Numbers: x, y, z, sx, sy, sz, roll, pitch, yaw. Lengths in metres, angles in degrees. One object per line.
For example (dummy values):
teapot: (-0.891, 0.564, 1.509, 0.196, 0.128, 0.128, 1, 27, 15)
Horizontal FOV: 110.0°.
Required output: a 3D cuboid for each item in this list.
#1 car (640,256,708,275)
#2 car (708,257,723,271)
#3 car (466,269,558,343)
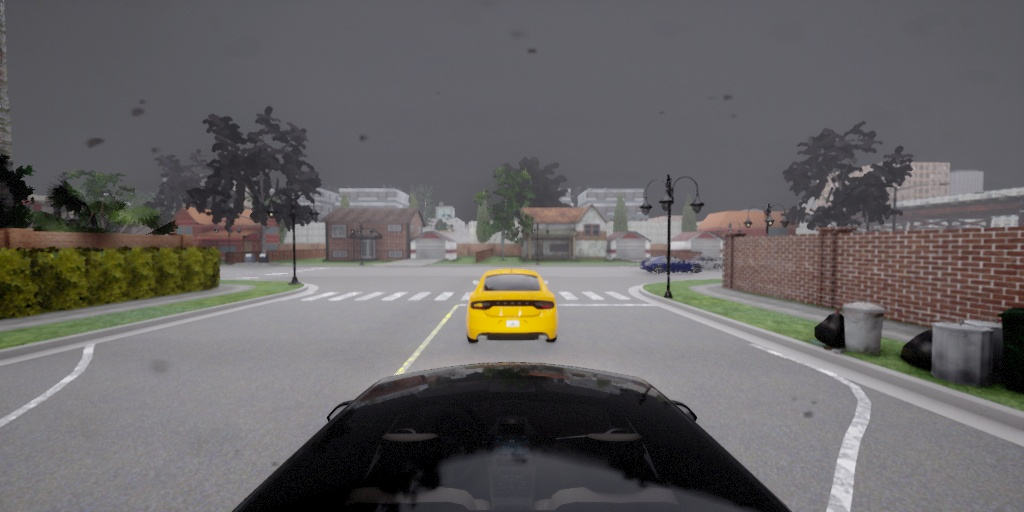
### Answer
car: (12.610, 0.688, 28.534, 4.674, 1.442, 1.812, 0, 2, -1)
car: (16.475, 0.653, 32.196, 4.718, 1.301, 1.895, 0, 2, -1)
car: (-0.027, 1.052, 9.153, 1.882, 1.535, 5.008, 0, 1, -1)
